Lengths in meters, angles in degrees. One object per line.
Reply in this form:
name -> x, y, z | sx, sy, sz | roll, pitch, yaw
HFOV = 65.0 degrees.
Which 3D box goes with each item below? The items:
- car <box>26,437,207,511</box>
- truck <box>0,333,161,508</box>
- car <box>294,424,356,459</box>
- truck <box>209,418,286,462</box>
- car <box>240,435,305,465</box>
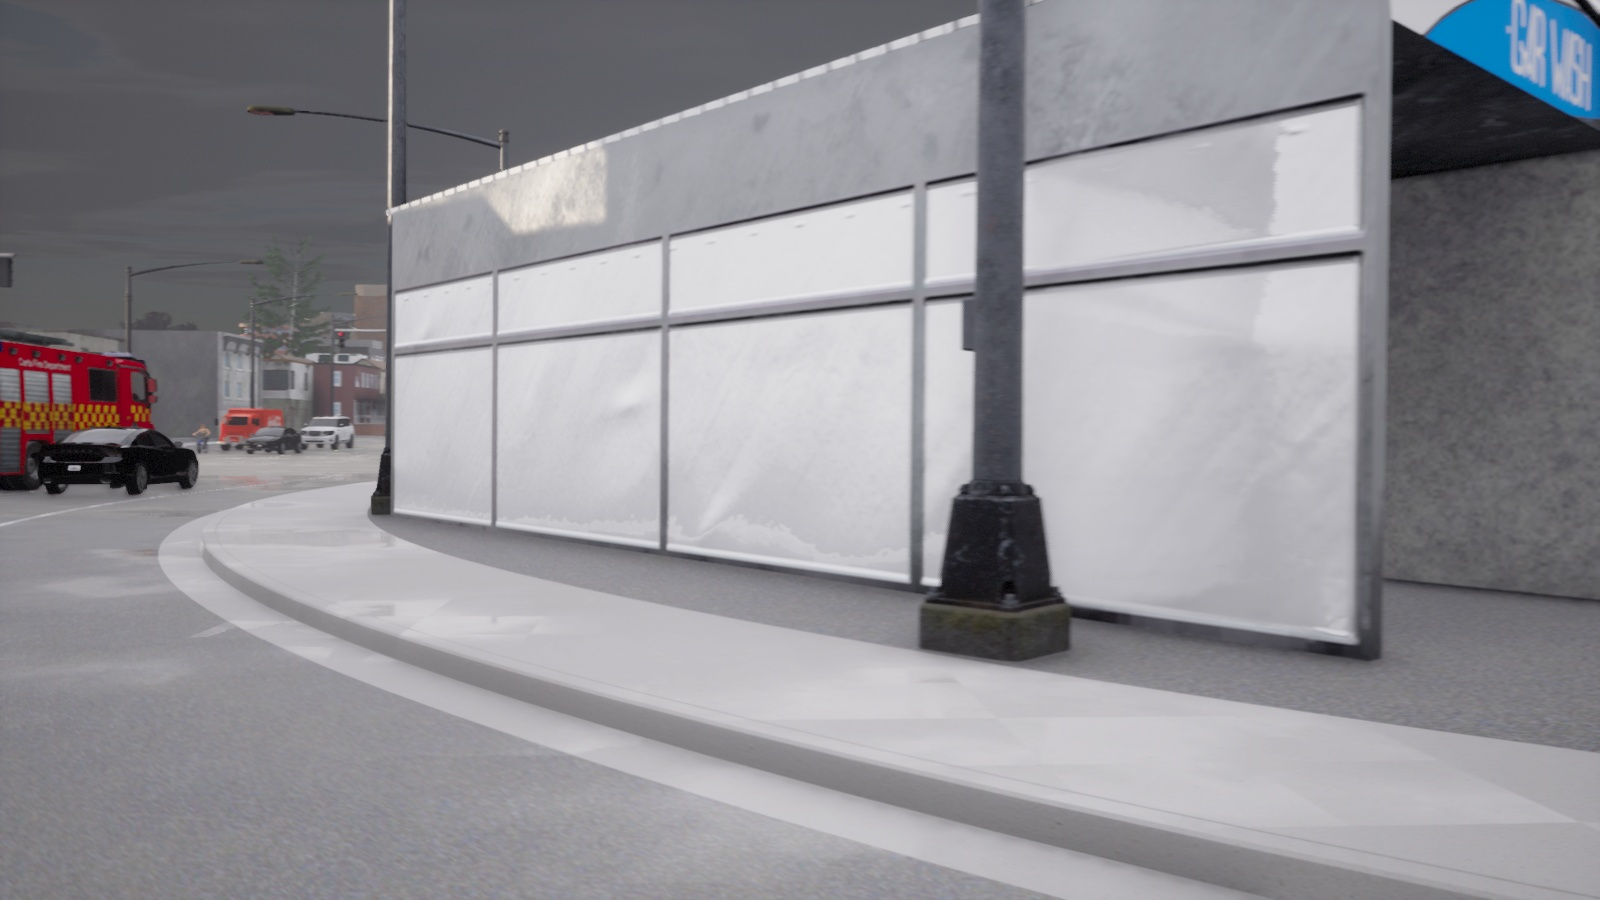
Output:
car -> -15.547, 0.476, 28.901 | 1.882, 1.535, 5.008 | -1, 1, -6
truck -> -19.318, -0.669, 31.530 | 2.891, 3.827, 8.468 | -1, 1, -6
car -> -29.584, -0.561, 78.413 | 2.150, 2.045, 5.566 | -1, 2, -5
truck -> -32.788, -0.638, 74.691 | 2.627, 2.467, 5.204 | -1, 2, -5
car -> -28.755, -0.017, 68.564 | 1.837, 1.490, 4.892 | -1, 1, -5
